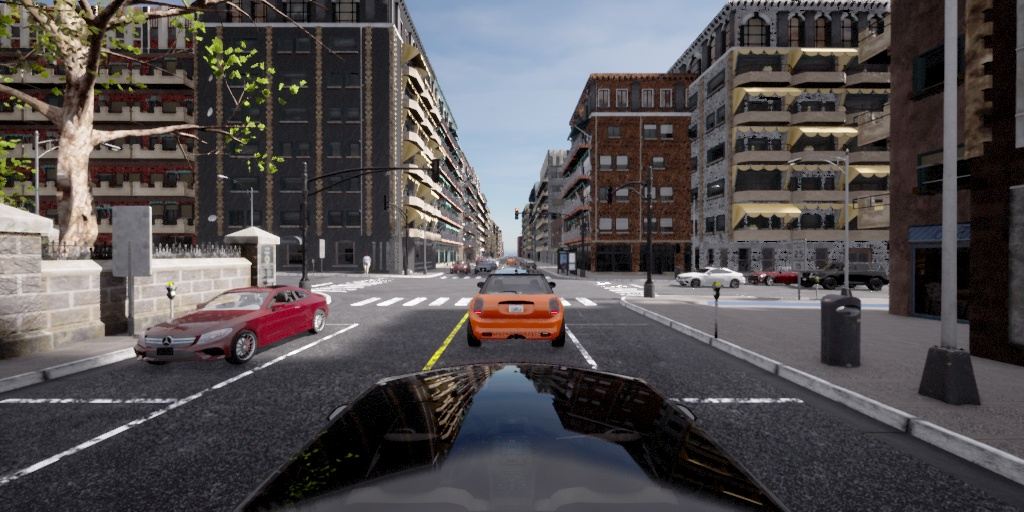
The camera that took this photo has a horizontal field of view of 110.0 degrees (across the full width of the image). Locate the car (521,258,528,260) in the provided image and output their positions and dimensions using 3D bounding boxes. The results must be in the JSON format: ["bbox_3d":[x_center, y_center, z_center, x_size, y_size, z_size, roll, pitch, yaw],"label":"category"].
[{"bbox_3d":[2.624,1.290,51.674,2.007,1.370,4.403,0,0,0],"label":"car"}]

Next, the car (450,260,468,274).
[{"bbox_3d":[-5.741,1.181,40.391,1.967,1.591,4.097,0,0,0],"label":"car"}]

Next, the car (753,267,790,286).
[{"bbox_3d":[21.344,1.566,28.864,4.097,1.591,1.967,0,0,-1],"label":"car"}]

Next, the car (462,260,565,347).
[{"bbox_3d":[0.117,1.100,9.490,2.097,1.767,4.553,0,0,1],"label":"car"}]

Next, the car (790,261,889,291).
[{"bbox_3d":[24.226,1.413,26.338,5.566,2.045,2.150,1,0,-1],"label":"car"}]

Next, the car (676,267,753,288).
[{"bbox_3d":[14.483,1.545,26.211,4.674,1.442,1.812,1,0,-2],"label":"car"}]

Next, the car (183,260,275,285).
[{"bbox_3d":[-17.676,1.031,22.575,4.181,1.385,1.994,1,0,-1],"label":"car"}]

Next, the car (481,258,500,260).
[{"bbox_3d":[-3.152,1.303,49.962,1.994,1.385,4.181,0,0,0],"label":"car"}]

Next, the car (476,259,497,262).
[{"bbox_3d":[-3.144,1.305,40.988,1.994,1.385,4.181,0,0,0],"label":"car"}]

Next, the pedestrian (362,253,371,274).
[{"bbox_3d":[-12.752,0.646,31.374,0.375,1.860,0.375,0,-1,-1],"label":"pedestrian"}]

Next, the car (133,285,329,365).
[{"bbox_3d":[-5.697,1.330,7.980,1.802,1.307,4.207,0,0,0],"label":"car"}]
